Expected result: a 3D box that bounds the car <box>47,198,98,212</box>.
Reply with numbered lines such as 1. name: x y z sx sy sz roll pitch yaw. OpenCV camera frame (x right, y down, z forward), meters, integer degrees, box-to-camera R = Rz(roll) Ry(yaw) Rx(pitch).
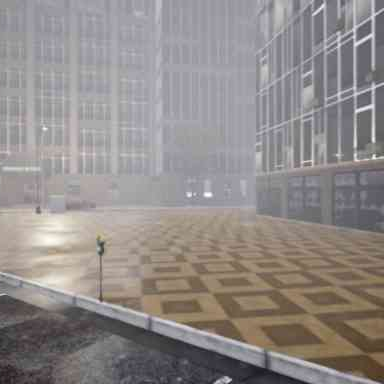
1. car: -11.984 1.319 33.594 4.718 1.301 1.895 0 0 -14
